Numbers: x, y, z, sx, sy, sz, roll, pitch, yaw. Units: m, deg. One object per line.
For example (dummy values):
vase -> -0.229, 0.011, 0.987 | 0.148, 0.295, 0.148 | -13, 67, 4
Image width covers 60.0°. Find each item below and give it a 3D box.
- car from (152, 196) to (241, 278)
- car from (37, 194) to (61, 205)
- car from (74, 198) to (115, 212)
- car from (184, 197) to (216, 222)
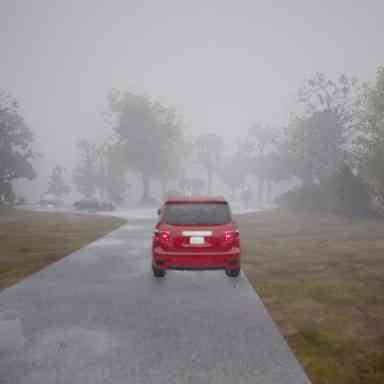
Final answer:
car -> 0.101, 1.107, 9.933 | 2.150, 2.045, 5.566 | 0, 1, 0
car -> -19.569, 1.002, 45.783 | 1.812, 1.442, 4.674 | 0, 1, -3
car -> -9.529, 1.228, 32.503 | 4.718, 1.301, 1.895 | 1, 1, 43
car -> 0.715, 1.195, 24.494 | 1.882, 1.535, 5.008 | 0, 1, 7
